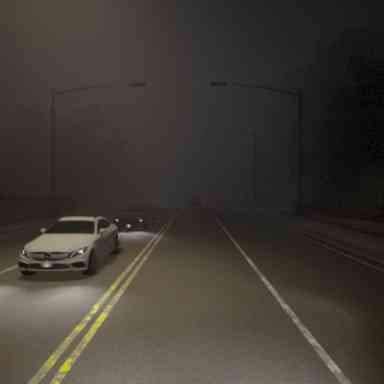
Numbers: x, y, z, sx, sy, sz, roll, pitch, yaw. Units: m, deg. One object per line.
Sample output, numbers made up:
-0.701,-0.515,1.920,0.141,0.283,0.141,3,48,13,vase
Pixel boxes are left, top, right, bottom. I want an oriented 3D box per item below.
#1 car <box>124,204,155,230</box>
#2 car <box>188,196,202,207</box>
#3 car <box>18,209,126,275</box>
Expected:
-3.436,1.455,20.873,2.033,1.411,5.357,0,0,1,car
0.449,1.645,53.288,2.097,1.767,4.553,0,-7,0,car
-3.514,1.480,10.387,1.812,1.442,4.674,0,0,0,car
